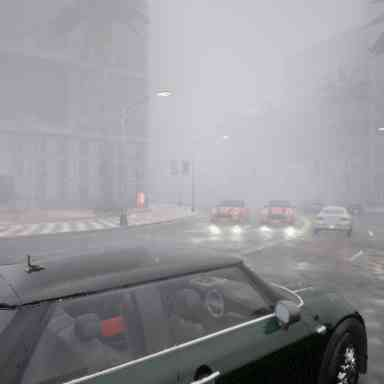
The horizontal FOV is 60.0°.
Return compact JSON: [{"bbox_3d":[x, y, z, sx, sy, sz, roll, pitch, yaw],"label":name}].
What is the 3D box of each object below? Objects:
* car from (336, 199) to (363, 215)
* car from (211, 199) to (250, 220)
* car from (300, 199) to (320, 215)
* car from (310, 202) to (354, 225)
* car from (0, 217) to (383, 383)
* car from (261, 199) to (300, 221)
[{"bbox_3d":[15.314,1.488,33.152,1.837,1.490,4.892,0,1,4],"label":"car"},{"bbox_3d":[2.925,1.332,24.772,2.097,1.767,4.553,0,0,21],"label":"car"},{"bbox_3d":[11.830,1.471,33.537,2.128,1.511,4.902,0,0,4],"label":"car"},{"bbox_3d":[8.030,1.514,18.828,1.812,1.442,4.674,0,0,25],"label":"car"},{"bbox_3d":[-0.119,1.349,3.387,4.553,1.767,2.097,0,0,-39],"label":"car"},{"bbox_3d":[6.286,1.335,23.786,2.097,1.767,4.553,0,0,21],"label":"car"}]
